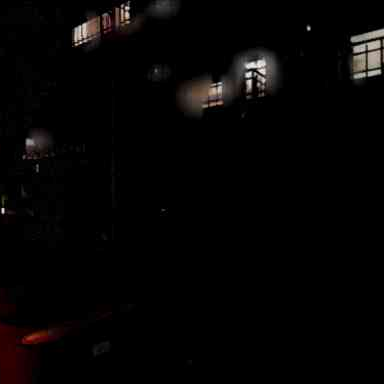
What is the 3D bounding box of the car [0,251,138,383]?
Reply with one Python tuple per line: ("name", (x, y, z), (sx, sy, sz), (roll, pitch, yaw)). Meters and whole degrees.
("car", (-2.787, 1.545, 4.872), (4.507, 1.381, 1.887), (0, -1, 36))
